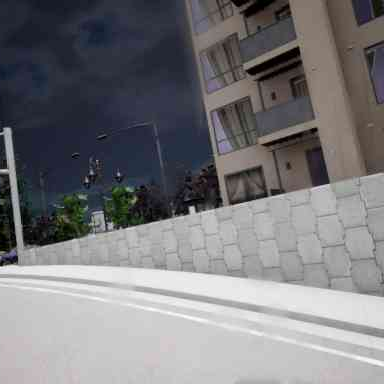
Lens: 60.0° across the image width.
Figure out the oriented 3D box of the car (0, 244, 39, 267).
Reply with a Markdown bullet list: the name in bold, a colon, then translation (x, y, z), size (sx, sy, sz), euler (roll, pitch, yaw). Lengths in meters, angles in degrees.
- **car**: translation (-15.548, 5.657, 29.599), size (2.097, 1.767, 4.553), euler (-15, -9, 35)
